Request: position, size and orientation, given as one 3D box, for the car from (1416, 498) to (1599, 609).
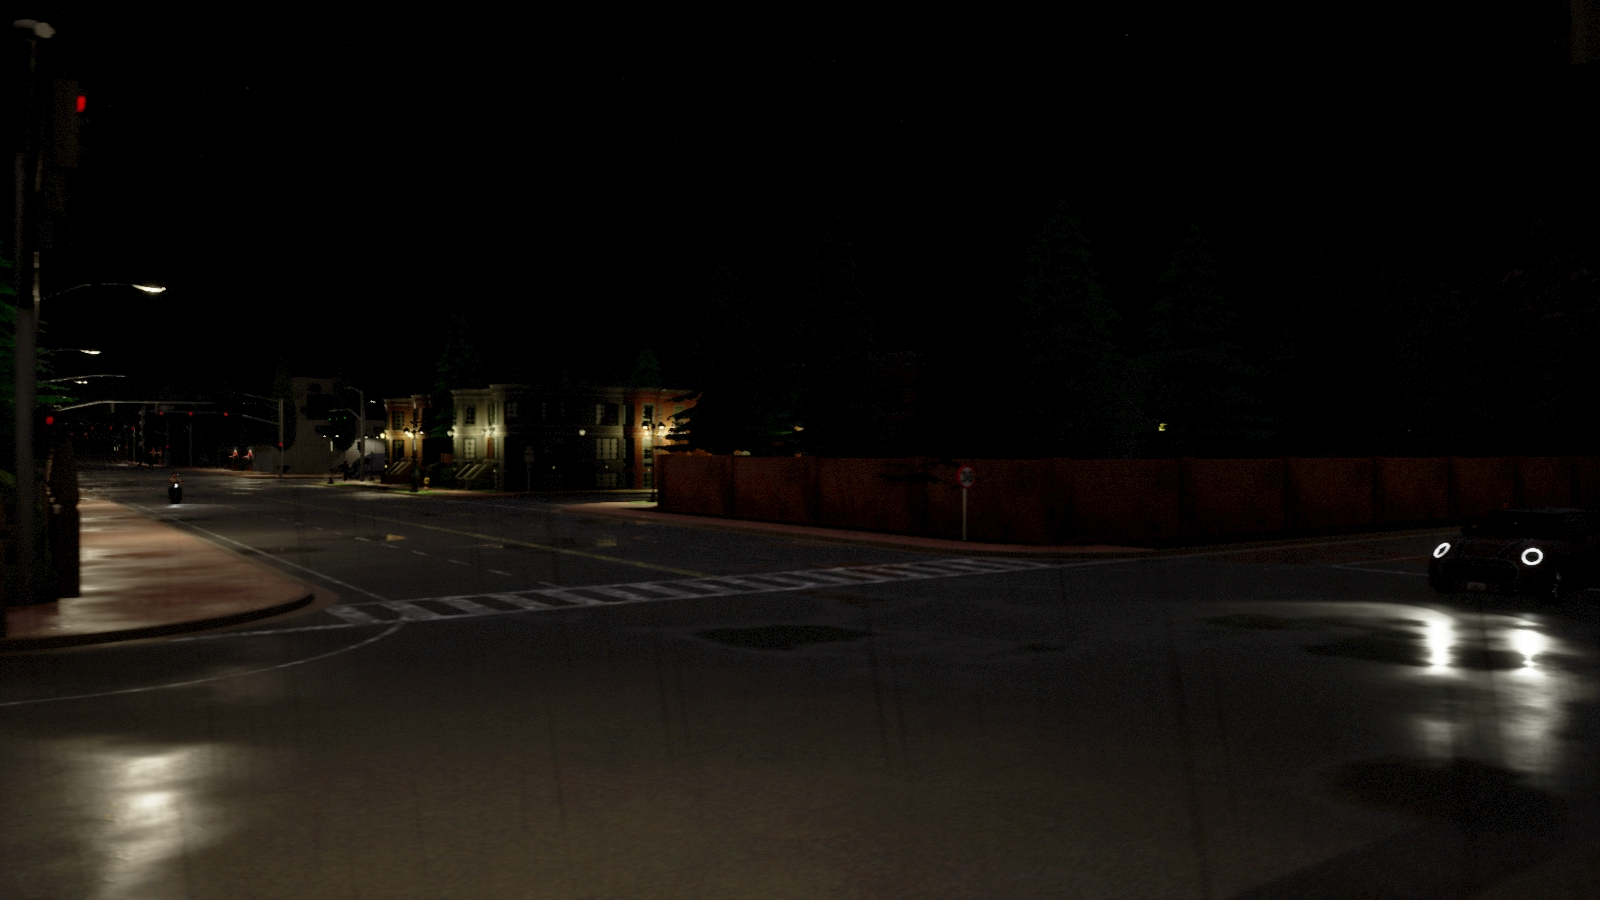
[{"bbox_3d":[14.257,1.920,22.332,4.553,1.767,2.097,0,0,-35],"label":"car"}]
